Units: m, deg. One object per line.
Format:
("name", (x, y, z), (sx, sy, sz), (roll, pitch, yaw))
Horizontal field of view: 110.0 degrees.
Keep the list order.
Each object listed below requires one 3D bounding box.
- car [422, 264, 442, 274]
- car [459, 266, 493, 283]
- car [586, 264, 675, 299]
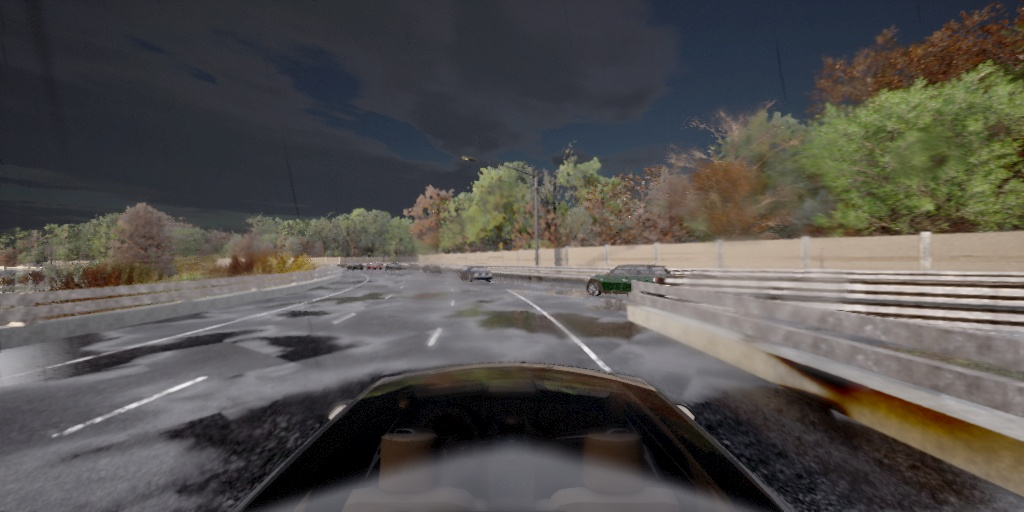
("car", (-11.702, 1.888, 52.065), (1.837, 1.490, 4.892), (0, 0, -30))
("car", (-3.307, 1.623, 32.251), (2.033, 1.411, 5.357), (0, -1, -23))
("car", (5.878, 1.193, 17.981), (2.097, 1.767, 4.553), (0, -1, -36))
